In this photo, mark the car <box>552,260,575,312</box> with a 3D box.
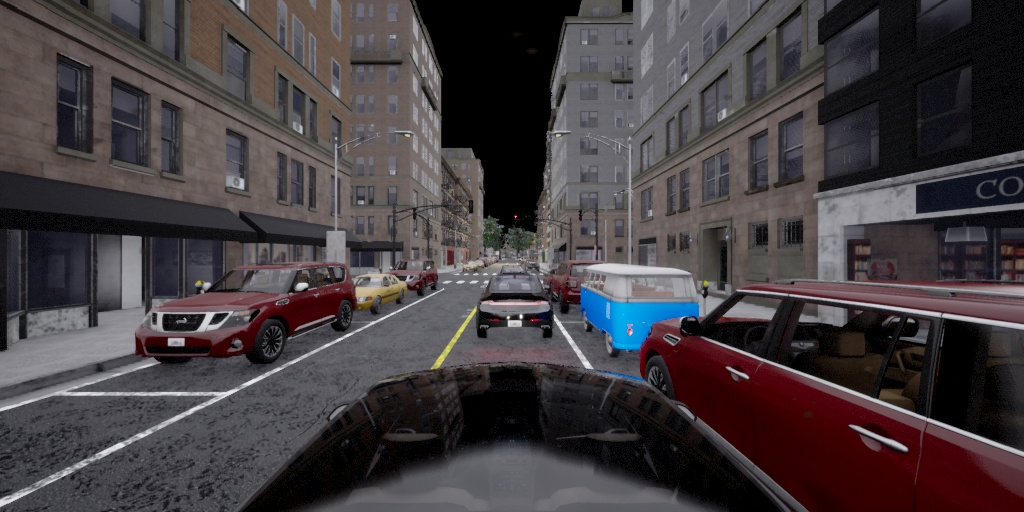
[{"bbox_3d":[2.646,1.064,13.945,2.192,1.841,5.009,0,0,0],"label":"car"}]

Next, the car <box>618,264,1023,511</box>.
[{"bbox_3d":[2.638,1.065,2.587,2.192,1.841,5.009,0,0,0],"label":"car"}]

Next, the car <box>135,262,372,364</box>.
[{"bbox_3d":[-5.394,1.064,8.274,2.192,1.841,5.009,0,0,0],"label":"car"}]

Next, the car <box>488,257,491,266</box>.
[{"bbox_3d":[-5.365,1.061,63.084,2.192,1.841,5.009,0,0,0],"label":"car"}]

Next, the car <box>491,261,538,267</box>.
[{"bbox_3d":[0.082,1.240,20.191,2.128,1.511,4.902,0,0,-1],"label":"car"}]

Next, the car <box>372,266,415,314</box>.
[{"bbox_3d":[-5.391,1.275,13.782,1.751,1.417,4.829,0,0,0],"label":"car"}]

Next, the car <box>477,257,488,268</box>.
[{"bbox_3d":[-5.371,1.272,57.432,1.751,1.417,4.829,0,0,0],"label":"car"}]

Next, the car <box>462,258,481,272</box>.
[{"bbox_3d":[-5.383,1.272,46.468,1.751,1.417,4.829,0,0,0],"label":"car"}]

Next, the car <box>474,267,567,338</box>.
[{"bbox_3d":[0.079,1.241,10.140,2.128,1.511,4.902,0,0,0],"label":"car"}]

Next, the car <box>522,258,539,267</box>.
[{"bbox_3d":[2.670,1.297,46.633,2.007,1.370,4.403,0,0,0],"label":"car"}]

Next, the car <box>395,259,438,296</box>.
[{"bbox_3d":[-5.388,1.063,19.631,2.192,1.841,5.009,0,0,0],"label":"car"}]

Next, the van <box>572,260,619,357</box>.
[{"bbox_3d":[2.642,1.091,8.266,1.690,1.789,3.998,0,0,0],"label":"van"}]
